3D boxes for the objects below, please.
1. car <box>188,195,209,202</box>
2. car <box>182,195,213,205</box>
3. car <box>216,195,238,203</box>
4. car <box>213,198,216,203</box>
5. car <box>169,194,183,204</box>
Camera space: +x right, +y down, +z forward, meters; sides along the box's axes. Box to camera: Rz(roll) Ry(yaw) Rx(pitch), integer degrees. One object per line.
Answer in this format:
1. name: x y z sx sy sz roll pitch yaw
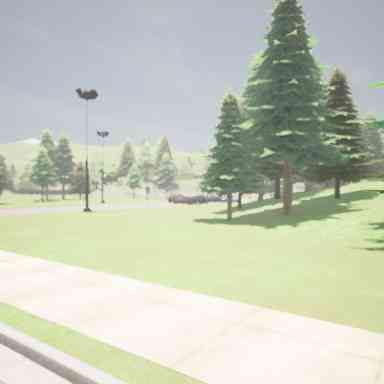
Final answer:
1. car: 1.410 1.312 67.258 1.812 1.442 4.674 0 0 36
2. car: 1.011 1.330 54.752 1.837 1.490 4.892 0 0 37
3. car: 7.064 1.351 63.130 1.812 1.442 4.674 0 0 36
4. car: 4.483 1.370 65.531 1.994 1.385 4.181 0 0 36
5. car: -1.352 1.369 57.477 1.994 1.385 4.181 0 0 37
